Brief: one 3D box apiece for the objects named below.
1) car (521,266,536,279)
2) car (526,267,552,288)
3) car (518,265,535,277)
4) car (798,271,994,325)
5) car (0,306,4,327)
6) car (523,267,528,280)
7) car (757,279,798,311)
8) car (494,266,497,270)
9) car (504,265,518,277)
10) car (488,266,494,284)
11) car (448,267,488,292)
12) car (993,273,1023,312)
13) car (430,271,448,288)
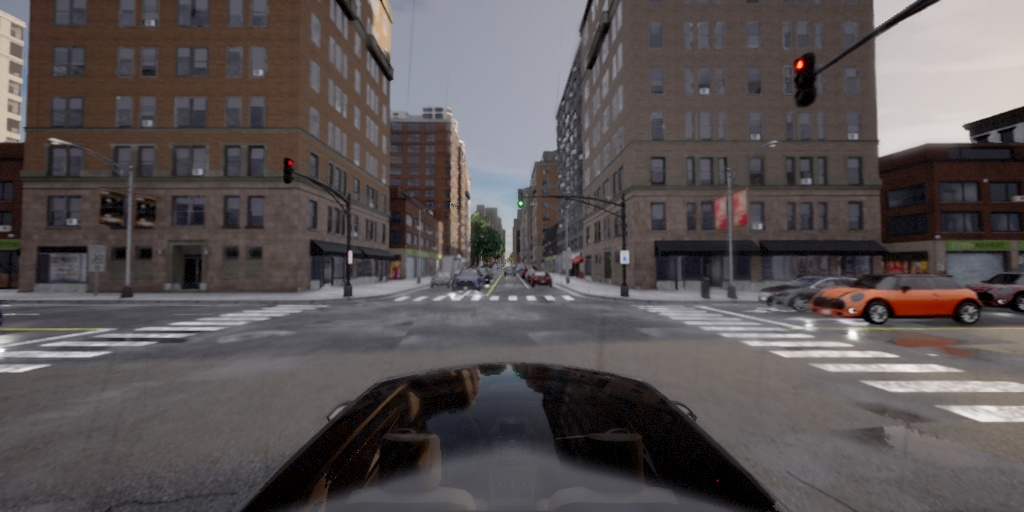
[{"bbox_3d":[2.409,2.241,42.756,1.751,1.417,4.829,0,0,-1],"label":"car"},{"bbox_3d":[2.520,1.997,31.576,1.888,1.381,4.507,0,0,-1],"label":"car"},{"bbox_3d":[2.356,2.165,48.091,2.192,1.841,5.009,0,0,-1],"label":"car"},{"bbox_3d":[13.420,1.410,12.806,4.553,1.767,2.097,0,-2,0],"label":"car"},{"bbox_3d":[-16.423,1.257,9.192,4.553,1.767,2.097,0,-2,-1],"label":"car"},{"bbox_3d":[2.466,2.149,37.081,1.948,1.339,4.313,0,0,-1],"label":"car"},{"bbox_3d":[13.726,1.648,16.069,4.902,1.511,2.128,0,-2,0],"label":"car"},{"bbox_3d":[-3.398,2.398,47.459,2.033,1.411,5.357,0,-1,0],"label":"car"},{"bbox_3d":[-0.321,2.623,59.068,2.128,1.511,4.902,0,-1,-1],"label":"car"},{"bbox_3d":[-3.307,1.955,37.268,2.097,1.767,4.553,0,-1,-1],"label":"car"},{"bbox_3d":[-3.240,1.722,27.400,2.097,1.767,4.553,0,-1,0],"label":"car"},{"bbox_3d":[22.919,1.524,16.114,4.553,1.767,2.097,0,-2,0],"label":"car"},{"bbox_3d":[-6.005,2.024,31.494,2.007,1.370,4.403,0,0,-1],"label":"car"}]
